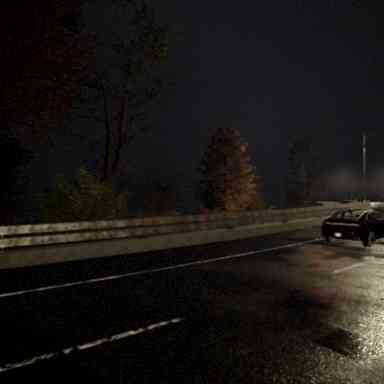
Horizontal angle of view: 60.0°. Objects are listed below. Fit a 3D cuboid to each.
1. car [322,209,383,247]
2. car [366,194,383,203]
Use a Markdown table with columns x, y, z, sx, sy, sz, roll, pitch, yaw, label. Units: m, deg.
| x | y | z | sx | sy | sz | roll | pitch | yaw | label |
| --- | --- | --- | --- | --- | --- | --- | --- | --- | --- |
| 7.711 | 1.522 | 15.205 | 4.902 | 1.511 | 2.128 | 0 | 0 | -43 | car |
| 37.885 | 1.298 | 69.324 | 2.097 | 1.767 | 4.553 | 0 | 0 | 10 | car |
